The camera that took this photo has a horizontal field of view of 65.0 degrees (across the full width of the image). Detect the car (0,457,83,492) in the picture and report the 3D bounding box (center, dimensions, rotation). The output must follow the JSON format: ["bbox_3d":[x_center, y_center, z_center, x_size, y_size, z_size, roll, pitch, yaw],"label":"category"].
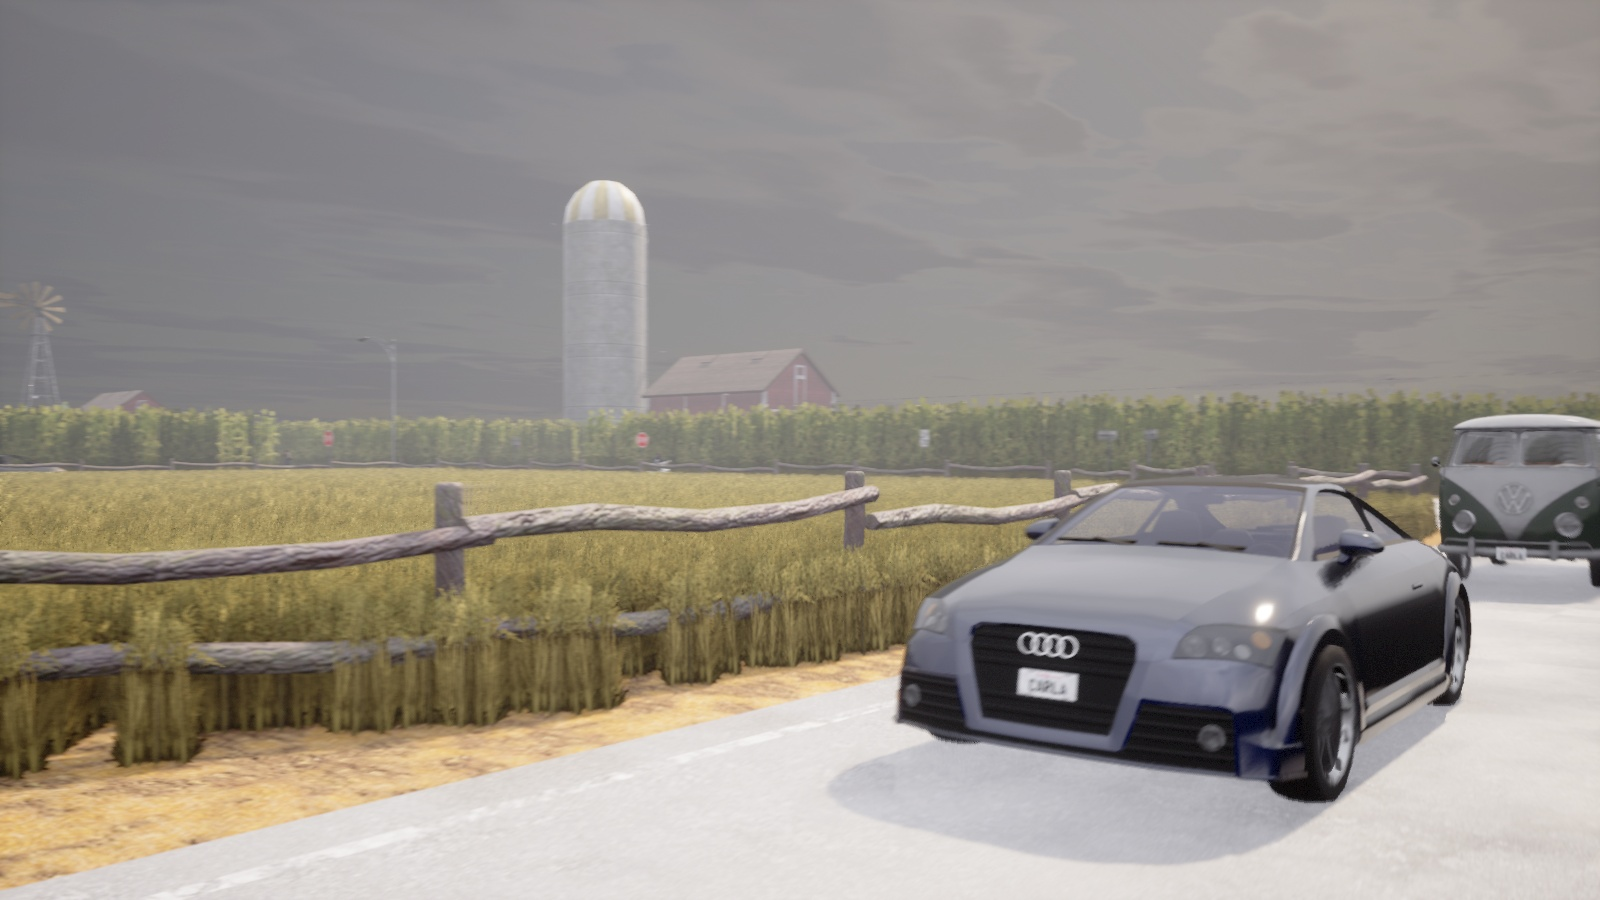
[{"bbox_3d":[-35.414,1.096,57.084,2.007,1.525,4.514,0,0,42],"label":"car"}]

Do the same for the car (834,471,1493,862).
[{"bbox_3d":[2.251,0.836,6.884,1.994,1.385,4.181,0,0,39],"label":"car"}]

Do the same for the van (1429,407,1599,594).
[{"bbox_3d":[9.292,0.540,15.543,1.775,1.987,4.442,0,0,39],"label":"van"}]
